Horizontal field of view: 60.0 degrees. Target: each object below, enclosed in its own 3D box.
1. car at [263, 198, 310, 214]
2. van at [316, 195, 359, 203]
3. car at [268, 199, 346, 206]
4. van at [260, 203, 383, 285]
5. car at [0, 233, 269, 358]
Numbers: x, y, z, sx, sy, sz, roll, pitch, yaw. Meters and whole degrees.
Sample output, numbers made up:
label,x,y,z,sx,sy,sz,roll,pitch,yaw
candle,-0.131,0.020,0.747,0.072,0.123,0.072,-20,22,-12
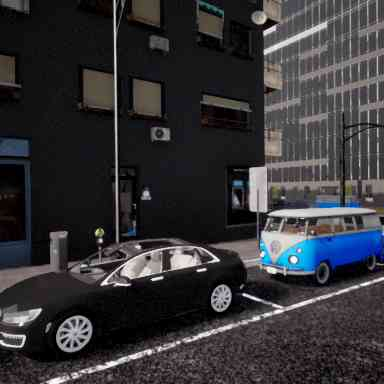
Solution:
label,x,y,z,sx,sy,sz,roll,pitch,yaw
car,9.655,1.400,34.292,1.947,1.339,4.313,-1,1,-35
van,12.832,1.201,29.774,1.690,1.788,3.998,-1,1,-35
car,8.628,1.492,25.682,2.033,1.411,5.357,-1,1,-35
van,3.599,1.339,9.137,3.998,1.788,1.690,0,-1,-35
car,-0.961,1.550,5.884,4.403,1.369,2.008,0,-1,-35
